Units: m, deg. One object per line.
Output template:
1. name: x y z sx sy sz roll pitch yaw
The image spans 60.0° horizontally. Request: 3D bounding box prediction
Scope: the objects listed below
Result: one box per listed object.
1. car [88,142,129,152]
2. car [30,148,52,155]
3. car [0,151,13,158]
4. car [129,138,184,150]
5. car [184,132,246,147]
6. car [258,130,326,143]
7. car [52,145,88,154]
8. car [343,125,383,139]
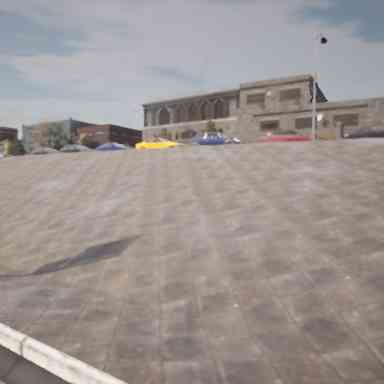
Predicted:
1. car: -7.389 -4.021 31.991 4.674 1.452 2.002 2 1 33
2. car: -16.599 -4.322 38.122 4.892 1.521 2.231 1 1 34
3. car: -25.636 -4.665 44.281 4.553 1.767 2.185 1 1 34
4. car: -2.678 -3.916 29.061 5.008 1.535 2.097 2 1 32
5. car: 2.075 -3.898 26.243 4.553 1.767 2.185 2 1 31
6. car: 7.065 -3.593 23.443 4.792 1.488 2.163 2 1 29
7. car: -12.034 -4.201 35.021 4.892 1.521 2.231 2 1 34
8. car: 11.927 -3.439 20.834 4.674 1.452 2.002 2 1 28
